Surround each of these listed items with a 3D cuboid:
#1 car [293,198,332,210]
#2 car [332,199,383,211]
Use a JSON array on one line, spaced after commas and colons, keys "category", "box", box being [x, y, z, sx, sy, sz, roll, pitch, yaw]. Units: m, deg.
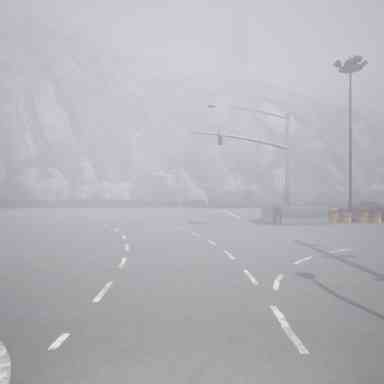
[{"category": "car", "box": [15.299, 1.462, 41.041, 5.357, 1.411, 2.033, 0, 0, -3]}, {"category": "car", "box": [15.590, 1.501, 30.541, 4.181, 1.385, 1.994, 0, 0, -3]}]
